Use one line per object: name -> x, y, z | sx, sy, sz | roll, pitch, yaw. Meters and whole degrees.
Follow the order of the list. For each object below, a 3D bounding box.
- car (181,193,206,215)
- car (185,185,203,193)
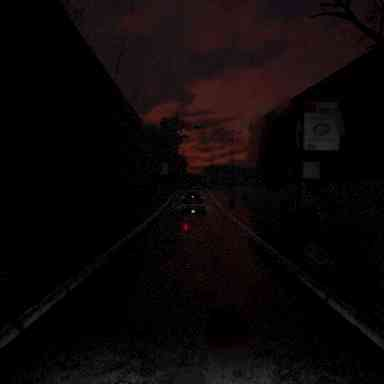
car -> 0.089, 1.084, 27.198 | 1.895, 1.301, 4.718 | 0, 2, 0
car -> 0.084, 0.263, 42.910 | 1.812, 1.442, 4.674 | 0, 3, 0
